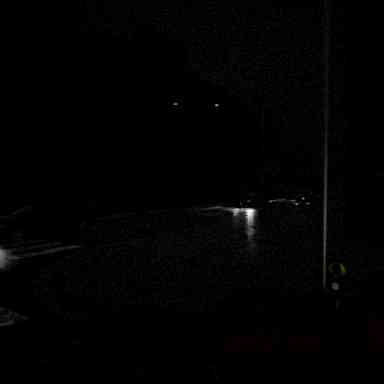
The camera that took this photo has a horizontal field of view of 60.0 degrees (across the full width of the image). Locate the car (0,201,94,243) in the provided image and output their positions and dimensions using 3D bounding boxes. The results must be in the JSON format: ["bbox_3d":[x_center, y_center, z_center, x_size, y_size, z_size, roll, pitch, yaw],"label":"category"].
[{"bbox_3d":[-6.824,1.217,15.072,1.882,1.535,5.008,1,2,35],"label":"car"}]

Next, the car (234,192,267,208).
[{"bbox_3d":[5.914,0.762,33.046,1.812,1.442,4.674,1,2,35],"label":"car"}]

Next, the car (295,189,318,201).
[{"bbox_3d":[16.586,0.402,47.946,1.812,1.442,4.674,1,2,35],"label":"car"}]

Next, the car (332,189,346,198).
[{"bbox_3d":[23.967,0.236,53.443,2.033,1.411,5.357,1,2,36],"label":"car"}]

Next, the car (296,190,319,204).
[{"bbox_3d":[13.631,0.643,38.845,1.994,1.385,4.181,1,2,35],"label":"car"}]

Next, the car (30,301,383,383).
[{"bbox_3d":[0.587,1.545,2.374,4.507,1.381,1.887,0,1,35],"label":"car"}]
